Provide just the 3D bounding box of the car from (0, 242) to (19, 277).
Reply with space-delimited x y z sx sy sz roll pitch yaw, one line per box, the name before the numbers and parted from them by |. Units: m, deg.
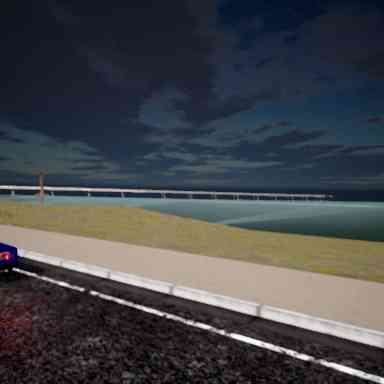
car | -6.361 1.425 8.223 4.718 1.301 1.895 1 1 36
